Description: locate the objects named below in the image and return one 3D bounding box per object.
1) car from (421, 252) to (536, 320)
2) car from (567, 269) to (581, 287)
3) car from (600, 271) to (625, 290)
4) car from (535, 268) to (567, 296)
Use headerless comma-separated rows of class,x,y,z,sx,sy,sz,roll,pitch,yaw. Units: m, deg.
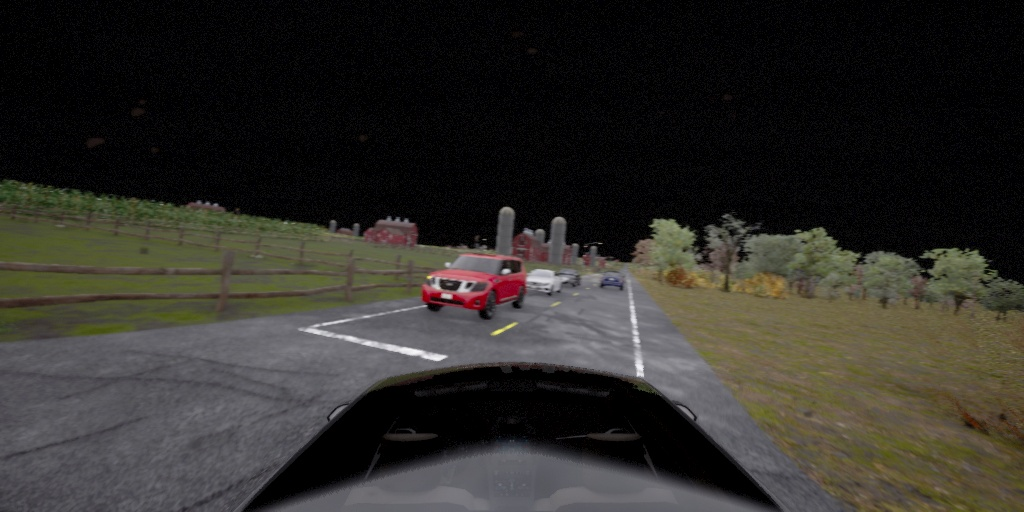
car,-1.037,0.924,13.123,2.150,2.045,5.566,6,0,18
car,5.055,1.897,32.169,2.128,1.511,4.902,6,0,18
car,9.980,2.269,35.455,2.097,1.767,4.553,6,0,18
car,1.971,1.576,22.611,1.812,1.442,4.674,6,0,18
